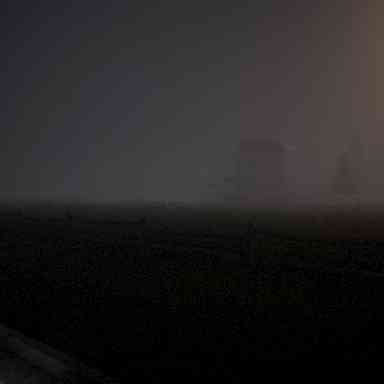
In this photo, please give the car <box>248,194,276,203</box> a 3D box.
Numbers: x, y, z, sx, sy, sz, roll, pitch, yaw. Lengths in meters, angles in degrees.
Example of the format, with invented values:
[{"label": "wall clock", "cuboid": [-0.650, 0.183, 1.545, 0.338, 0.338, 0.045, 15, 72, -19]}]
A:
[{"label": "car", "cuboid": [12.063, 1.210, 57.458, 4.605, 1.855, 1.932, 0, 0, 35]}]
